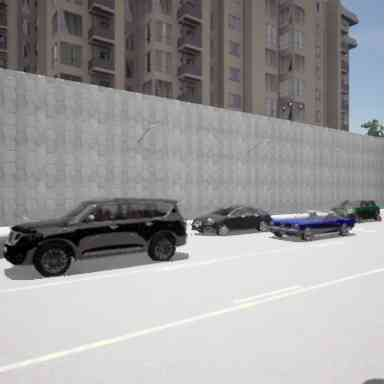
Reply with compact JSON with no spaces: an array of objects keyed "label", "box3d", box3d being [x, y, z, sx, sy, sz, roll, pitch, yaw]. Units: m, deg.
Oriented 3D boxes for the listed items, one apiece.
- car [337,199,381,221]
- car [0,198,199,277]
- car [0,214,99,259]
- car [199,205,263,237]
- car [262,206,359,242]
[{"label":"car","box3d":[12.203,1.341,25.049,4.553,1.767,2.097,0,0,-34]},{"label":"car","box3d":[-2.760,1.222,10.575,5.566,2.045,2.150,0,0,-34]},{"label":"car","box3d":[-6.129,1.599,12.509,4.718,1.301,1.895,0,0,-35]},{"label":"car","box3d":[2.261,1.500,18.255,4.892,1.490,1.837,0,0,-34]},{"label":"car","box3d":[5.996,1.594,16.566,4.718,1.301,1.895,0,0,-34]}]
